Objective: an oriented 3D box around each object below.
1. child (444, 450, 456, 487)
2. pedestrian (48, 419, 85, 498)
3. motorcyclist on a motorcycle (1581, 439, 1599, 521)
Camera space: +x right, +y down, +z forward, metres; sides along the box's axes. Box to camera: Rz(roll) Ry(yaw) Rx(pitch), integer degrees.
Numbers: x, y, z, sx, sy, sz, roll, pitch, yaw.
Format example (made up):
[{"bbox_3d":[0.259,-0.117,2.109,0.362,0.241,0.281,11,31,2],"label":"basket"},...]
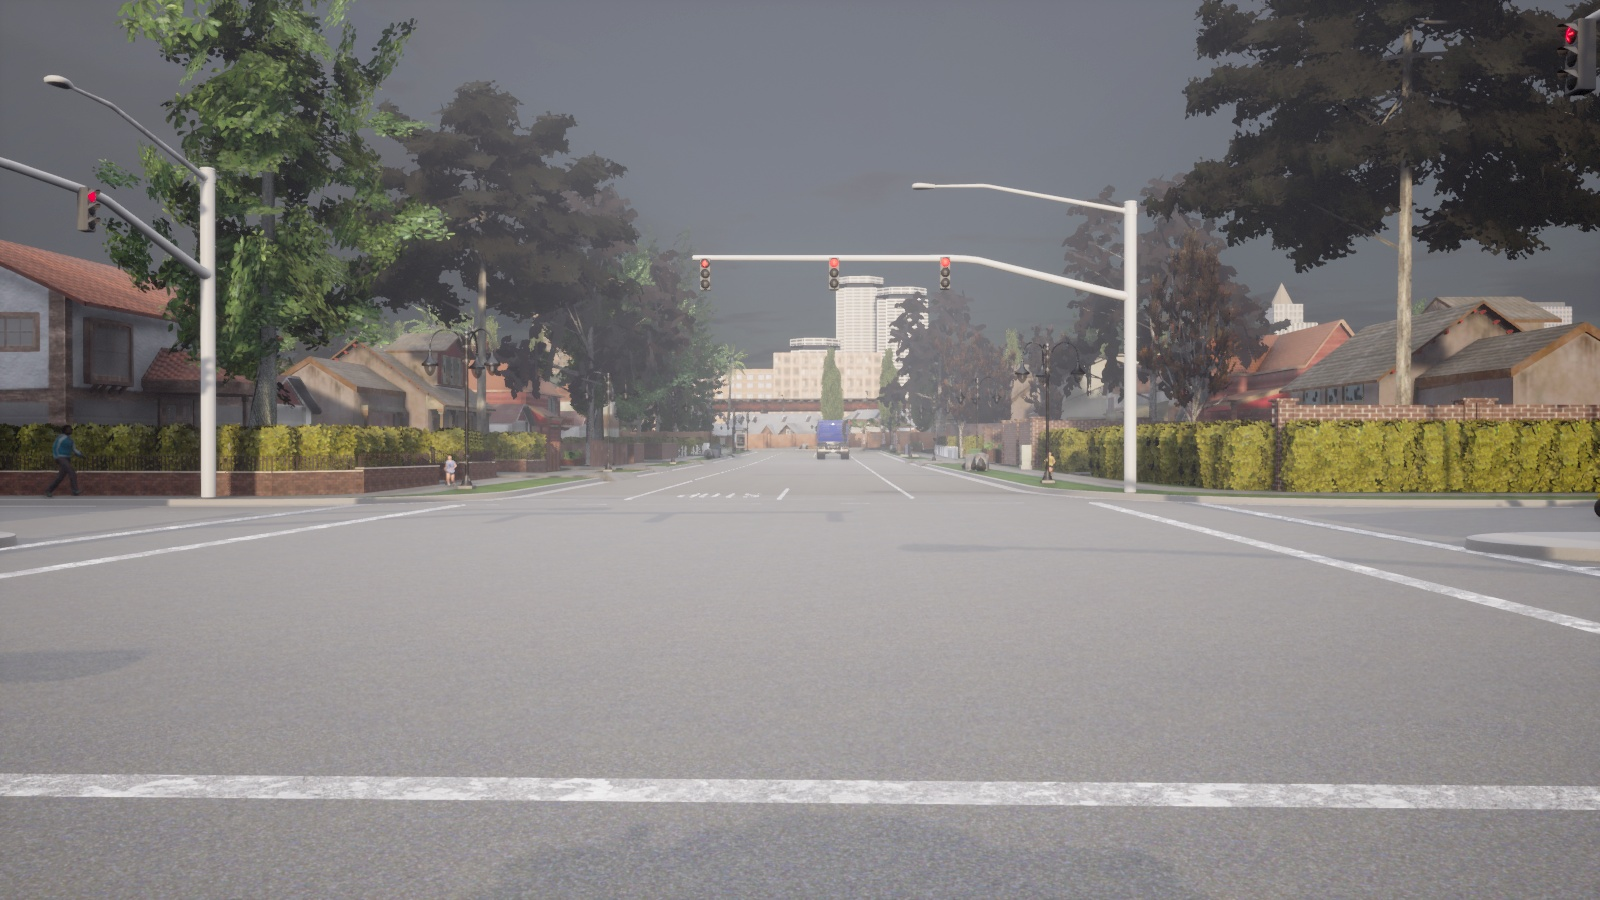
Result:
[{"bbox_3d":[-10.726,0.566,38.497,0.255,1.110,0.394,0,0,0],"label":"child"},{"bbox_3d":[-18.263,0.209,31.280,0.692,1.930,0.396,0,0,3],"label":"pedestrian"},{"bbox_3d":[16.364,0.575,24.398,1.817,1.590,0.866,0,0,1],"label":"motorcyclist on a motorcycle"}]
